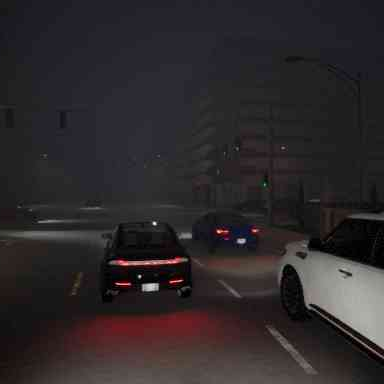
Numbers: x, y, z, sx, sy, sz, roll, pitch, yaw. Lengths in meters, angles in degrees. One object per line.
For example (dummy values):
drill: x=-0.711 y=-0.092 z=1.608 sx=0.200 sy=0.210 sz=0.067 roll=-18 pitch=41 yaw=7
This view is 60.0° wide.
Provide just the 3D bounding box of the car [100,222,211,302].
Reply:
car: x=-1.212 y=1.492 z=8.335 sx=2.128 sy=1.511 sz=4.902 roll=0 pitch=0 yaw=-11

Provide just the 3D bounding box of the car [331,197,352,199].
car: x=17.819 y=1.581 z=36.730 sx=4.674 sy=1.442 sz=1.812 roll=0 pitch=0 yaw=-14

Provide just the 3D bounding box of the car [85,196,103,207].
car: x=-14.661 y=1.564 z=49.459 sx=1.994 sy=1.385 sz=4.181 roll=0 pitch=0 yaw=-13

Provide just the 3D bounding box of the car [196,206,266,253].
car: x=1.242 y=1.526 z=13.757 sx=1.812 sy=1.442 sz=4.674 roll=0 pitch=0 yaw=-12

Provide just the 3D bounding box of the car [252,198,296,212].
car: x=9.099 y=1.407 z=34.591 sx=4.553 sy=1.767 sz=2.097 roll=0 pitch=0 yaw=-14

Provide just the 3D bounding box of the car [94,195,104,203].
car: x=-19.301 y=1.478 z=69.062 sx=1.882 sy=1.535 sz=5.008 roll=0 pitch=0 yaw=-14

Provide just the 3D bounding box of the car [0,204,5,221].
car: x=-13.824 y=1.511 z=19.236 sx=4.902 sy=1.511 sz=2.128 roll=0 pitch=0 yaw=15

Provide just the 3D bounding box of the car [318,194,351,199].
car: x=16.638 y=1.277 z=40.051 sx=5.566 sy=2.045 sz=2.150 roll=0 pitch=0 yaw=-14

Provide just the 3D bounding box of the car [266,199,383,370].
car: x=2.985 y=1.221 z=4.219 sx=2.150 sy=2.045 sz=5.566 roll=0 pitch=0 yaw=-7

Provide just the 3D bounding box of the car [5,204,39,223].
car: x=-13.823 y=1.574 z=25.117 sx=4.181 sy=1.385 sz=1.994 roll=0 pitch=0 yaw=-14

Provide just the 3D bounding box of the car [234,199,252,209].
car: x=7.065 y=1.560 z=37.692 sx=4.892 sy=1.490 sz=1.837 roll=0 pitch=0 yaw=-14
